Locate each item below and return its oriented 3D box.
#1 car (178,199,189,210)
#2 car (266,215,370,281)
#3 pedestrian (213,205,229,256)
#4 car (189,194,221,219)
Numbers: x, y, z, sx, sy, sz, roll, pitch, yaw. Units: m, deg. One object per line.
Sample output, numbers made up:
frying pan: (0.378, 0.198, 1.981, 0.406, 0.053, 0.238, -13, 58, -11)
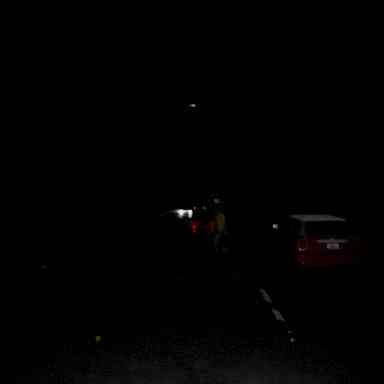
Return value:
car: (-0.602, 1.598, 42.965, 1.994, 1.385, 4.181, 0, 0, 7)
car: (3.385, 1.382, 9.665, 1.970, 1.475, 3.806, 0, 0, 2)
pedestrian: (0.948, 1.267, 11.520, 0.375, 1.860, 0.375, -1, 1, -13)
car: (1.209, 1.337, 28.897, 2.097, 1.767, 4.553, 0, 0, 5)
